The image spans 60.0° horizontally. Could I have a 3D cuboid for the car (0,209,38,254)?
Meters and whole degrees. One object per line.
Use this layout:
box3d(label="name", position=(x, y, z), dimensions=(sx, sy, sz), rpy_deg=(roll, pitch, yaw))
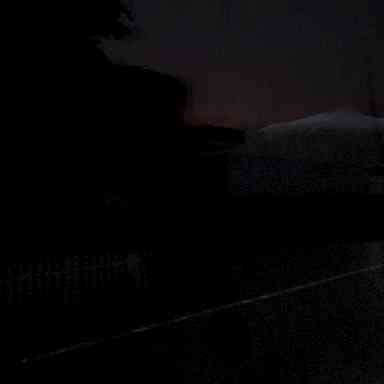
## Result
box3d(label="car", position=(-7.871, 1.313, 11.802), dimensions=(3.866, 1.878, 1.905), rpy_deg=(0, 0, -36))

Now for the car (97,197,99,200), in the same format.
box3d(label="car", position=(-18.804, 1.295, 61.782), dimensions=(2.007, 1.523, 4.514), rpy_deg=(0, 0, -36))

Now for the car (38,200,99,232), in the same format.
box3d(label="car", position=(-7.704, 1.480, 18.932), dimensions=(4.611, 1.667, 2.242), rpy_deg=(0, 0, -36))
